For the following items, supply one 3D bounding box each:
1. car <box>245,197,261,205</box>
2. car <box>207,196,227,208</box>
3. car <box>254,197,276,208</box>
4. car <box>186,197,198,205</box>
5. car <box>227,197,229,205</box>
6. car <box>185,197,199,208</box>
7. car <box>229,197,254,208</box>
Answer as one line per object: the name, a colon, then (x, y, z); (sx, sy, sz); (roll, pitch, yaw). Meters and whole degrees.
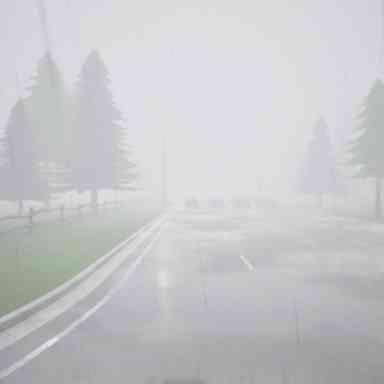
car: (10.496, 1.556, 57.716); (1.895, 1.301, 4.718); (0, 0, 0)
car: (3.497, 1.440, 47.265); (1.882, 1.535, 5.008); (0, 0, 0)
car: (10.497, 1.511, 47.266); (2.033, 1.411, 5.357); (0, 0, 0)
car: (-0.004, 1.555, 57.715); (1.895, 1.301, 4.718); (0, 0, 0)
car: (6.996, 1.555, 57.716); (1.895, 1.301, 4.718); (0, 0, 0)
car: (-0.003, 1.454, 47.265); (2.128, 1.511, 4.902); (0, 0, 0)
car: (6.997, 1.455, 47.266); (2.128, 1.511, 4.902); (0, 0, 0)
